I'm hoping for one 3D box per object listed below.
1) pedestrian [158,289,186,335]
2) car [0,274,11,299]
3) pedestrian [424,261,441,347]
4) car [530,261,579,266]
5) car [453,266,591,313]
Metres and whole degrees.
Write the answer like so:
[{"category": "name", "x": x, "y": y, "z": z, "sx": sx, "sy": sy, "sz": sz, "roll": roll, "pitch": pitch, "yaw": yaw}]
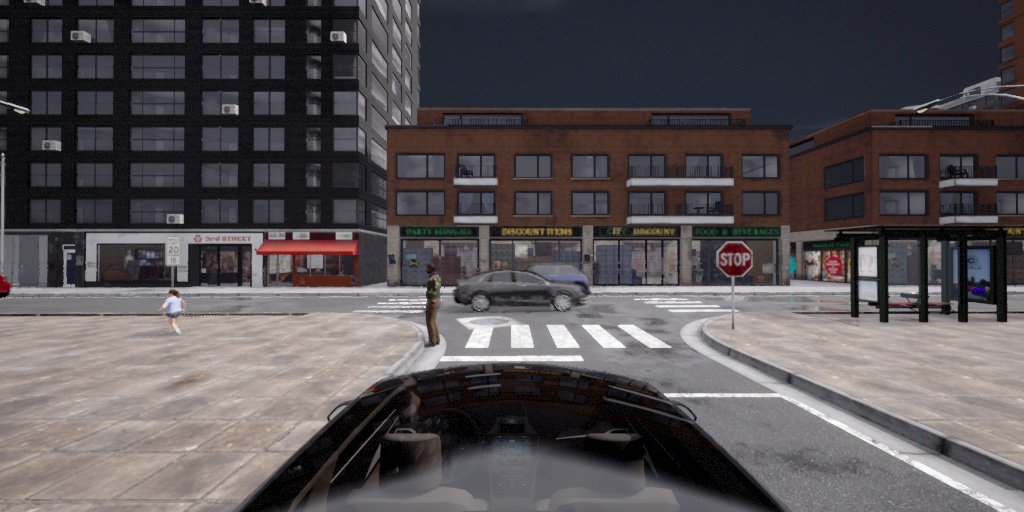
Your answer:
[{"category": "pedestrian", "x": -7.814, "y": 1.265, "z": 8.354, "sx": 0.500, "sy": 1.100, "sz": 0.500, "roll": 0, "pitch": 0, "yaw": 0}, {"category": "car", "x": -26.113, "y": 1.152, "z": 16.253, "sx": 4.553, "sy": 1.767, "sz": 2.097, "roll": 0, "pitch": 0, "yaw": 0}, {"category": "pedestrian", "x": -1.749, "y": 1.045, "z": 7.912, "sx": 0.375, "sy": 1.860, "sz": 0.375, "roll": 0, "pitch": 0, "yaw": 0}, {"category": "car", "x": 1.199, "y": 1.104, "z": 16.345, "sx": 4.553, "sy": 1.767, "sz": 2.097, "roll": 0, "pitch": 0, "yaw": 0}, {"category": "car", "x": 0.282, "y": 1.241, "z": 13.386, "sx": 4.892, "sy": 1.490, "sz": 1.837, "roll": 0, "pitch": 0, "yaw": 0}]
